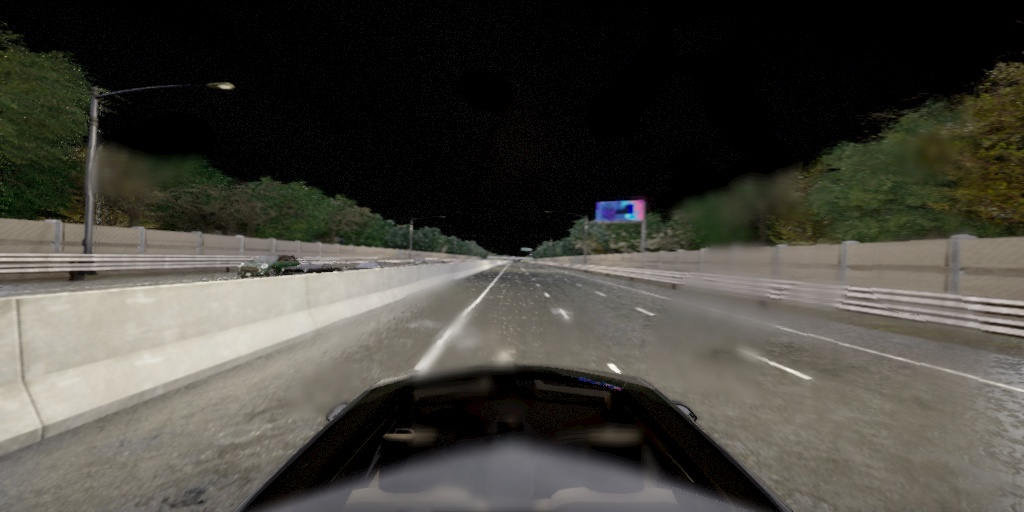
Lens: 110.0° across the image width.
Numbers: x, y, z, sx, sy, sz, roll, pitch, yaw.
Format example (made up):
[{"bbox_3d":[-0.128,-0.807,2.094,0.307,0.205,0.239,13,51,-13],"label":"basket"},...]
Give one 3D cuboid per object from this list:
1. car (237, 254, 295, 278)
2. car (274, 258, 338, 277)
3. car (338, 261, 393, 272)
[{"bbox_3d":[-17.300,0.640,25.846,2.097,1.767,4.553,2,0,0],"label":"car"},{"bbox_3d":[-13.822,1.008,24.921,1.895,1.301,4.718,2,0,0],"label":"car"},{"bbox_3d":[-10.315,1.091,26.420,2.033,1.411,5.357,2,0,0],"label":"car"}]
